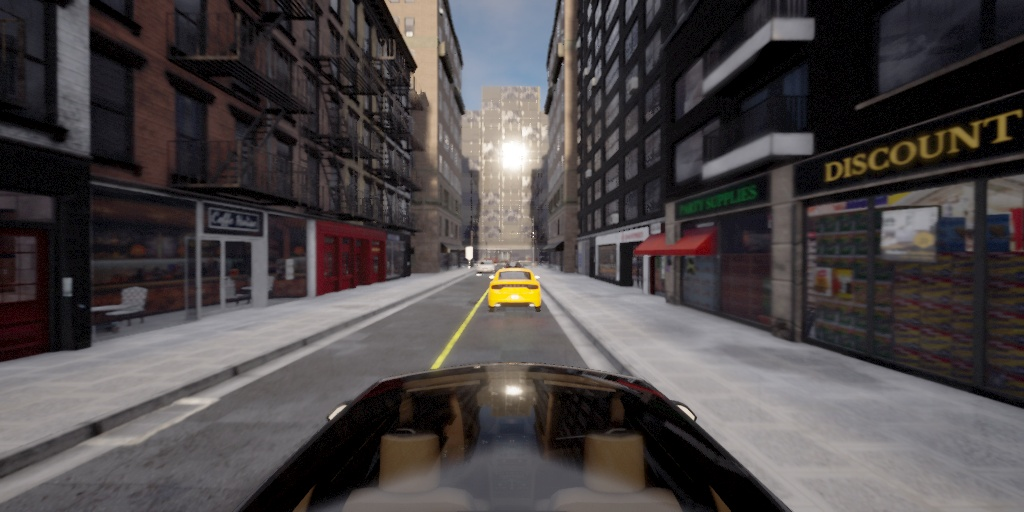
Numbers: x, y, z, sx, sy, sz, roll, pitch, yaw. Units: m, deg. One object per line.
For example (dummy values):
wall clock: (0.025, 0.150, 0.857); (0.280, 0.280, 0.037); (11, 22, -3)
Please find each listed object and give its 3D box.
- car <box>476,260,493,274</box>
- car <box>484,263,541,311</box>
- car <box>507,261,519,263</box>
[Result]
car: (-2.836, 1.214, 40.042); (1.812, 1.442, 4.674); (0, 0, 0)
car: (0.100, 1.220, 14.503); (1.882, 1.535, 5.008); (0, 0, 0)
car: (0.100, 1.230, 34.489); (1.812, 1.442, 4.674); (0, 0, 0)
